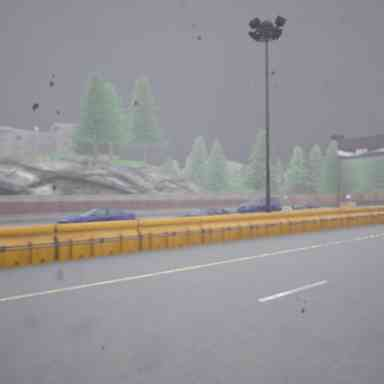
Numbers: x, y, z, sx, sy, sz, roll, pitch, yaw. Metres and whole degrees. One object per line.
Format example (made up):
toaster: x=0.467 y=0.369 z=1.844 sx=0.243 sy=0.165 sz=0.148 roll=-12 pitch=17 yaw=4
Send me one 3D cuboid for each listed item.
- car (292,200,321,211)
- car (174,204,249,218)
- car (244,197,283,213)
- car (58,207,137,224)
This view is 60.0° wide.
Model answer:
car: x=16.113 y=1.879 z=46.689 sx=4.902 sy=1.511 sz=2.128 roll=0 pitch=-1 yaw=-37
car: x=1.004 y=1.779 z=22.269 sx=5.357 sy=1.411 sz=2.033 roll=0 pitch=-1 yaw=-37
car: x=7.432 y=1.551 z=35.932 sx=5.566 sy=2.045 sz=2.150 roll=0 pitch=-1 yaw=-37
car: x=-5.989 y=1.753 z=21.363 sx=5.008 sy=1.535 sz=1.882 roll=0 pitch=-1 yaw=-37
